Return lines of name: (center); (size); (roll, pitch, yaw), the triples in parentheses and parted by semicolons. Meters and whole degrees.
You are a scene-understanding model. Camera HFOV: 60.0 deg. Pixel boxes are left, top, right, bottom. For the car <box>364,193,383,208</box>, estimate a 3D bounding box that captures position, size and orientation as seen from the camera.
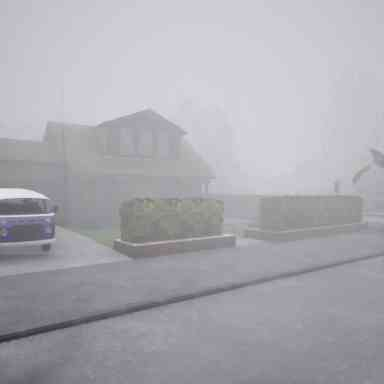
car: (23.130, 0.985, 40.297); (3.866, 1.878, 1.905); (0, 0, 0)
